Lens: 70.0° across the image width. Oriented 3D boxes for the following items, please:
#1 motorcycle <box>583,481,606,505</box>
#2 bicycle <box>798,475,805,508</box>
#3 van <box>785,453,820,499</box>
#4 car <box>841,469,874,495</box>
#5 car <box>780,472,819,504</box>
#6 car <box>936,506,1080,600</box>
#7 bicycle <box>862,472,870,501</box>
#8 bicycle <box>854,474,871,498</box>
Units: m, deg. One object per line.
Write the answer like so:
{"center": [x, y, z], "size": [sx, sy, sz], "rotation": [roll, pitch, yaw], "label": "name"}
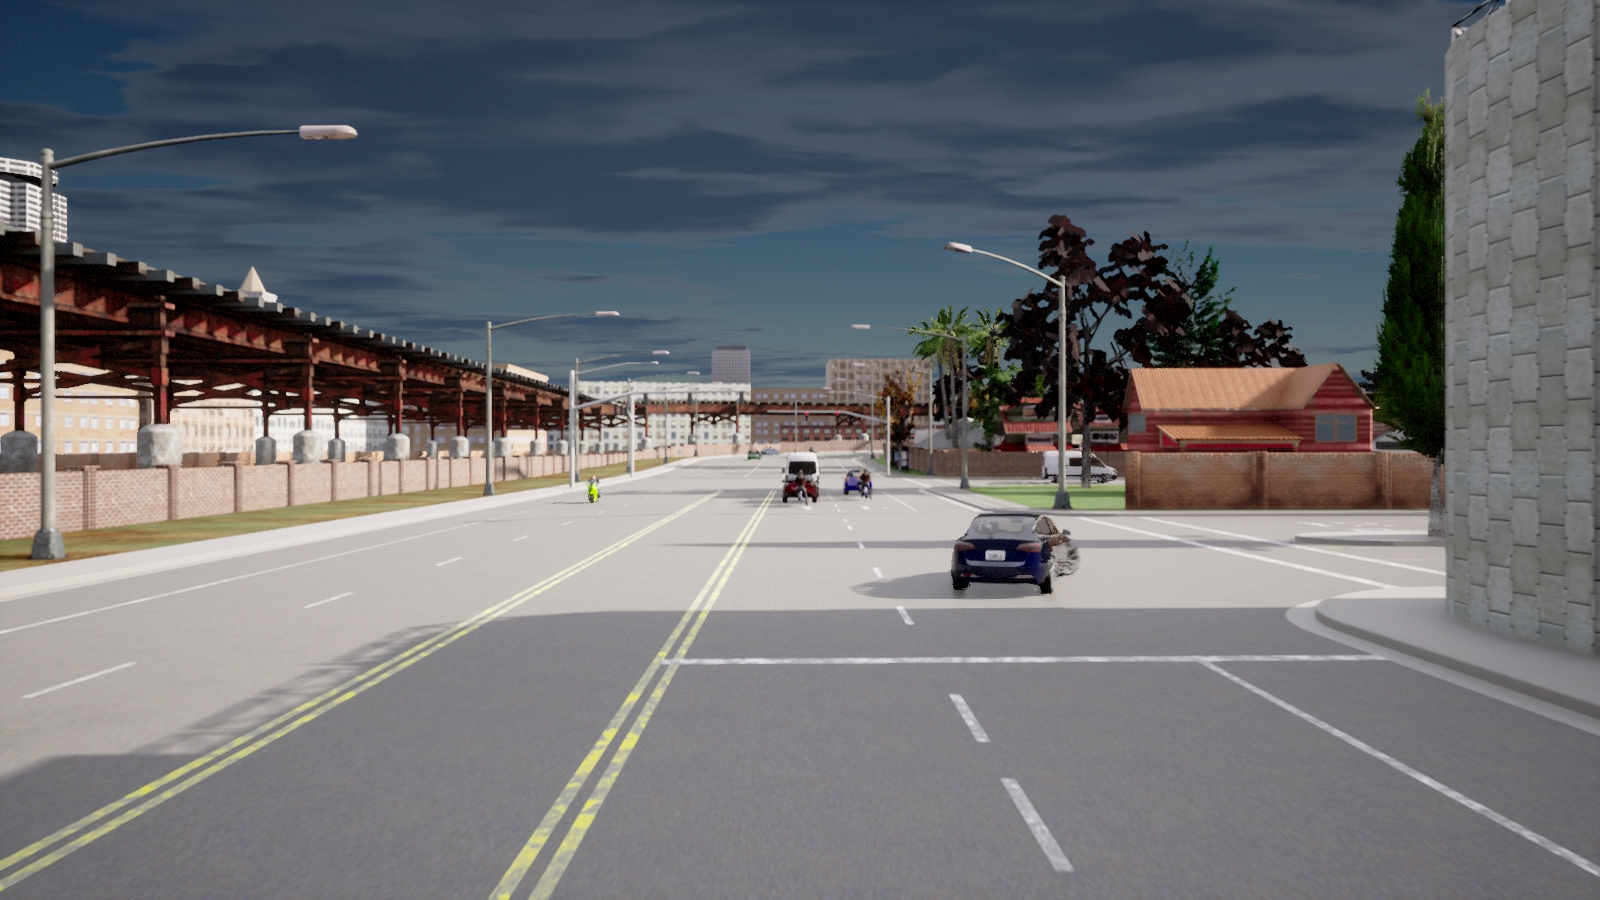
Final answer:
{"center": [-10.469, 2.162, 58.177], "size": [0.803, 1.145, 2.033], "rotation": [0, 0, 0], "label": "motorcycle"}
{"center": [0.076, 1.976, 55.094], "size": [0.329, 1.496, 1.835], "rotation": [-1, 0, 0], "label": "bicycle"}
{"center": [0.099, 1.450, 67.280], "size": [1.988, 2.561, 5.915], "rotation": [0, 0, -1], "label": "van"}
{"center": [3.499, 1.943, 69.601], "size": [1.845, 1.501, 3.633], "rotation": [0, 0, 0], "label": "car"}
{"center": [-0.009, 1.964, 60.300], "size": [2.007, 1.525, 4.514], "rotation": [0, 0, 0], "label": "car"}
{"center": [4.429, 2.022, 23.676], "size": [2.163, 1.488, 4.792], "rotation": [0, 0, 20], "label": "car"}
{"center": [3.538, 1.963, 61.377], "size": [0.329, 1.496, 1.835], "rotation": [0, 0, 0], "label": "bicycle"}
{"center": [3.529, 2.056, 65.006], "size": [0.859, 1.301, 1.487], "rotation": [0, 0, -1], "label": "bicycle"}
